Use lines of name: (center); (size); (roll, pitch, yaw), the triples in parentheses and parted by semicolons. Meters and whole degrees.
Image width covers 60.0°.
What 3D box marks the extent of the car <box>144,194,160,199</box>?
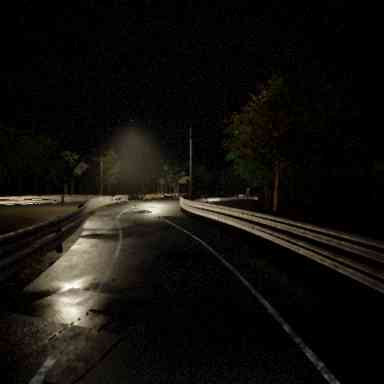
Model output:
car: (-7.917, 1.013, 69.254); (1.882, 1.535, 5.008); (0, 0, 32)
